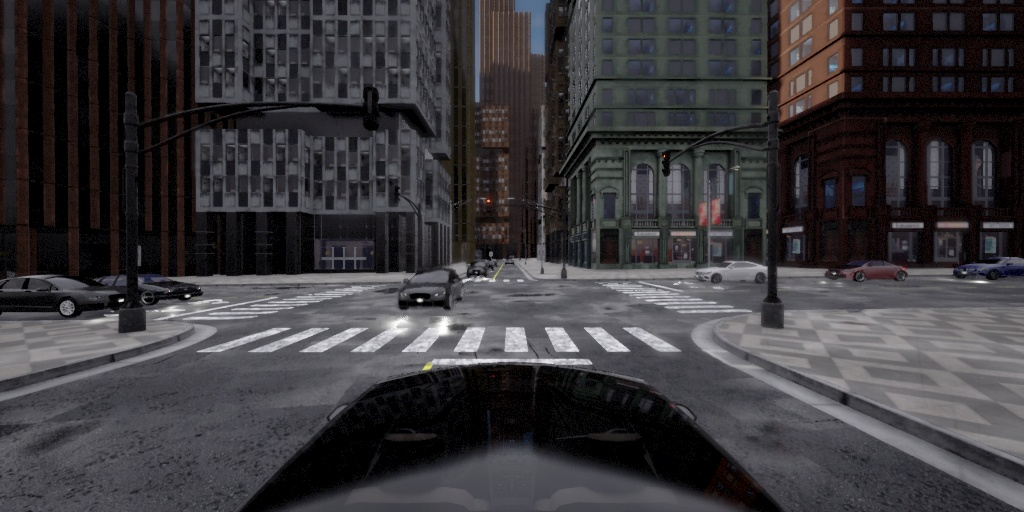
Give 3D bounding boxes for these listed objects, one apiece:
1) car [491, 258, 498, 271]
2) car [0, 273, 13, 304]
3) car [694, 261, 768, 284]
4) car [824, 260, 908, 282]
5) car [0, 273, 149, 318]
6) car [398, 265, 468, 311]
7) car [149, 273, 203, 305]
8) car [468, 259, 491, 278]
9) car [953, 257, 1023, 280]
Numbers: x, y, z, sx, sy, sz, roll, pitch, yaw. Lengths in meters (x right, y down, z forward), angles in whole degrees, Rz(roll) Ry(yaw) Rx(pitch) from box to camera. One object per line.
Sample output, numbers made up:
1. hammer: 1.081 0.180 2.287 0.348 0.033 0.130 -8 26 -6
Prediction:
1. car: -3.357 1.313 49.056 1.895 1.301 4.718 0 0 0
2. car: -27.353 1.610 16.963 4.892 1.490 1.837 -1 0 0
3. car: 14.594 1.037 23.787 4.674 1.442 1.812 -1 0 -1
4. car: 23.416 0.962 23.812 4.181 1.385 1.994 -1 0 0
5. car: -17.423 1.492 13.740 4.892 1.490 1.837 -1 0 0
6. car: -3.128 1.253 14.572 1.837 1.490 4.892 0 0 0
7. car: -17.867 1.524 17.046 5.357 1.411 2.033 -1 0 5
8. car: -3.206 1.240 34.010 1.837 1.490 4.892 0 0 -1
9. car: 32.375 0.811 23.836 4.674 1.442 1.812 -1 0 -1
